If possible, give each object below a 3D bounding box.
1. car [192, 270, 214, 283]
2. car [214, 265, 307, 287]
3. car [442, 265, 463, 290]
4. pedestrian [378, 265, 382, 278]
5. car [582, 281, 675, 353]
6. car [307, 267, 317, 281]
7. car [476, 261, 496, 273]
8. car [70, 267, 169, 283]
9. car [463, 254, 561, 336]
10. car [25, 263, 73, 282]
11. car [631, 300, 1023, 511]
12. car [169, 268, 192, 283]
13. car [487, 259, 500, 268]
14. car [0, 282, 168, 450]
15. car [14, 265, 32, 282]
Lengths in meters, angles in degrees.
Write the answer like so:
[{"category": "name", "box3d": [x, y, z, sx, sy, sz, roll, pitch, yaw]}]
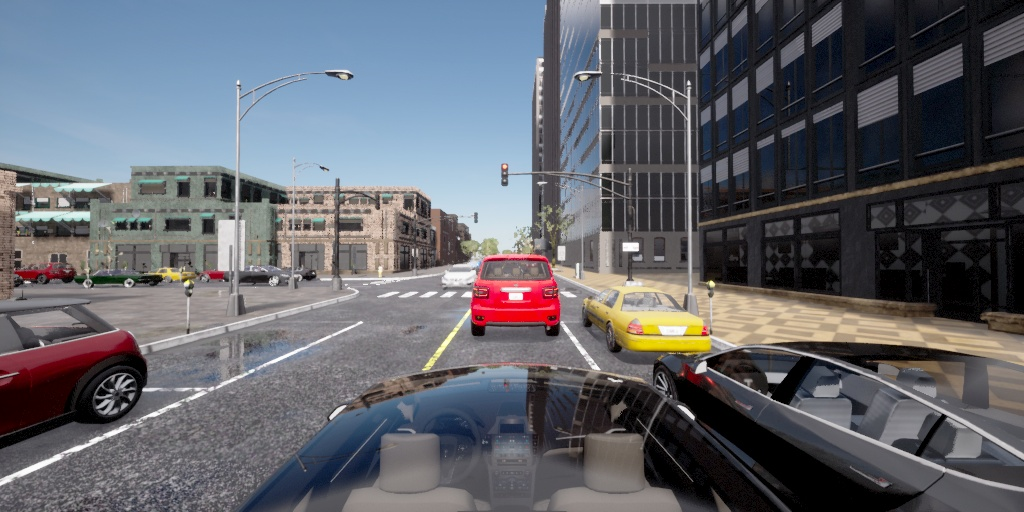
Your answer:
[{"category": "car", "box3d": [-25.029, 1.489, 31.530, 4.097, 1.591, 1.967, 0, 0, 1]}, {"category": "car", "box3d": [-17.892, 1.381, 25.690, 4.902, 1.511, 2.128, -1, -1, 2]}, {"category": "car", "box3d": [-3.152, 1.282, 22.542, 1.812, 1.442, 4.674, 0, 0, 0]}, {"category": "pedestrian", "box3d": [-12.621, 1.399, 34.354, 0.375, 1.300, 0.375, 0, 0, 1]}, {"category": "car", "box3d": [2.812, 1.277, 8.622, 1.751, 1.417, 4.829, 0, 0, 0]}, {"category": "car", "box3d": [-19.482, 1.562, 31.472, 4.313, 1.339, 1.948, 0, 0, 1]}, {"category": "car", "box3d": [-3.202, 1.313, 45.075, 2.033, 1.411, 5.357, 0, 0, 0]}, {"category": "car", "box3d": [-28.096, 1.587, 25.779, 4.718, 1.301, 1.895, -1, -1, 1]}, {"category": "car", "box3d": [0.080, 0.975, 10.497, 2.150, 2.045, 5.566, 0, 0, 0]}, {"category": "car", "box3d": [-41.673, 1.522, 31.703, 5.009, 1.841, 2.192, 0, 0, 1]}, {"category": "car", "box3d": [2.655, 1.316, 2.809, 1.948, 1.339, 4.313, 0, 0, 0]}, {"category": "car", "box3d": [-30.747, 1.627, 31.590, 4.829, 1.417, 1.751, 0, 0, 1]}, {"category": "car", "box3d": [-3.208, 1.321, 63.417, 2.033, 1.411, 5.357, 0, 0, 0]}, {"category": "car", "box3d": [-5.693, 1.190, 2.843, 1.967, 1.591, 4.097, 0, 0, 0]}, {"category": "car", "box3d": [-38.509, 1.591, 25.901, 4.892, 1.490, 1.837, -1, -1, 1]}]
